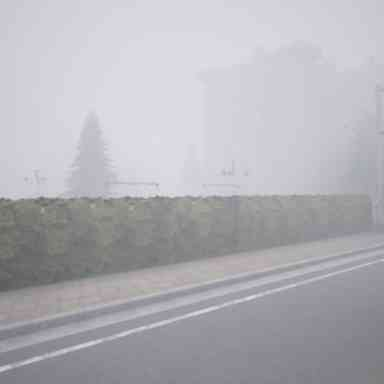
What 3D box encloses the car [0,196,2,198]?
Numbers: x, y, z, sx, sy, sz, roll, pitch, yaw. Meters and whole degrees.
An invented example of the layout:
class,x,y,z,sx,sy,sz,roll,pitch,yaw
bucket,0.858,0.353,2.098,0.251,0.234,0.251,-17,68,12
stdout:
class,x,y,z,sx,sy,sz,roll,pitch,yaw
car,-40.312,1.567,67.414,3.633,1.501,1.845,0,0,-38
